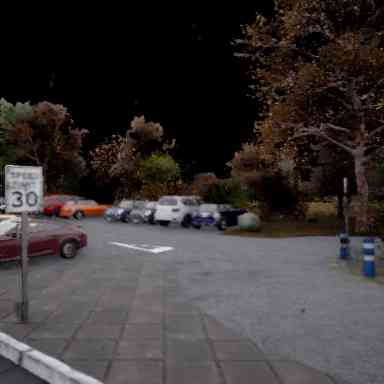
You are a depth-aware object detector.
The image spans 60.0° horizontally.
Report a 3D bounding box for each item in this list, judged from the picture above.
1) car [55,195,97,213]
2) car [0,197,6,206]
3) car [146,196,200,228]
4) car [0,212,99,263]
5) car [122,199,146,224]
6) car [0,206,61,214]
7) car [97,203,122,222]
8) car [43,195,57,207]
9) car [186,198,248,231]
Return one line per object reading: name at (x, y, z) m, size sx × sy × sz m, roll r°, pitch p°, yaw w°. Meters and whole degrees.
car at (-9.330, 1.436, 29.718) m, size 2.185 × 1.767 × 4.553 m, roll 0°, pitch 0°, yaw 36°
car at (-18.379, 1.595, 36.216) m, size 2.163 × 1.488 × 4.792 m, roll 0°, pitch 0°, yaw 36°
car at (-0.245, 1.306, 23.271) m, size 2.435 × 2.045 × 5.566 m, roll 0°, pitch 0°, yaw 36°
car at (-5.737, 1.596, 11.096) m, size 2.002 × 1.452 × 4.674 m, roll 0°, pitch -1°, yaw 36°
car at (-2.608, 1.433, 24.970) m, size 2.185 × 1.767 × 4.553 m, roll 0°, pitch 0°, yaw 36°
car at (-8.000, 1.554, 12.473) m, size 1.946 × 1.575 × 5.366 m, roll 0°, pitch 0°, yaw 36°
car at (-4.870, 1.434, 26.594) m, size 2.185 × 1.767 × 4.553 m, roll 0°, pitch 0°, yaw 36°
car at (-11.659, 1.311, 31.464) m, size 2.435 × 2.045 × 5.566 m, roll 0°, pitch 0°, yaw 36°
car at (1.983, 1.430, 21.598) m, size 2.185 × 1.767 × 4.553 m, roll 0°, pitch 0°, yaw 36°
